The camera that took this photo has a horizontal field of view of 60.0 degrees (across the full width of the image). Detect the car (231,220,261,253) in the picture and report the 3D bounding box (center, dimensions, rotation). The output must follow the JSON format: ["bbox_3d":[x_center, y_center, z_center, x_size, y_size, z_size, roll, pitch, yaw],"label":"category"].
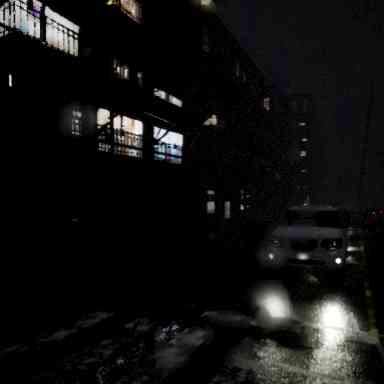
[{"bbox_3d":[3.116,1.963,15.144,1.802,1.307,4.206,-2,-2,26],"label":"car"}]

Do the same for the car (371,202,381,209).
[{"bbox_3d":[42.380,3.158,76.746,1.801,1.575,5.366,-1,-2,26],"label":"car"}]

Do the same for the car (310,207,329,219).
[{"bbox_3d":[15.487,2.528,40.269,1.802,1.307,4.206,-2,-2,26],"label":"car"}]

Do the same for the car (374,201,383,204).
[{"bbox_3d":[32.855,2.560,56.667,2.192,1.841,5.009,-2,-2,26],"label":"car"}]

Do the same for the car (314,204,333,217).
[{"bbox_3d":[17.958,2.499,45.298,1.967,1.590,4.097,-2,-2,26],"label":"car"}]

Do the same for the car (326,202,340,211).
[{"bbox_3d":[27.832,2.827,65.411,2.192,1.841,5.009,-2,-2,26],"label":"car"}]

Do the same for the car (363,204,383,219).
[{"bbox_3d":[22.053,2.468,40.543,1.994,1.385,4.181,-1,-2,26],"label":"car"}]

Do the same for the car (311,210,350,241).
[{"bbox_3d":[8.727,1.963,20.736,1.882,1.535,5.008,-1,-2,26],"label":"car"}]

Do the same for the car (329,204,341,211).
[{"bbox_3d":[30.296,3.176,70.437,2.008,1.369,4.403,-2,-2,26],"label":"car"}]

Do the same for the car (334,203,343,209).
[{"bbox_3d":[37.725,3.548,85.506,1.802,1.307,4.206,-2,-2,26],"label":"car"}]

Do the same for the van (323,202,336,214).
[{"bbox_3d":[22.905,2.626,55.351,1.690,1.788,3.998,-2,-2,26],"label":"van"}]

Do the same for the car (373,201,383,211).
[{"bbox_3d":[37.803,2.787,66.717,2.192,1.841,5.009,-2,-2,26],"label":"car"}]

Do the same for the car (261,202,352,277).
[{"bbox_3d":[4.298,1.505,11.755,2.150,2.045,5.566,-1,-2,26],"label":"car"}]

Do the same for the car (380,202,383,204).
[{"bbox_3d":[27.985,2.548,46.763,1.752,1.417,4.829,-2,-2,26],"label":"car"}]
